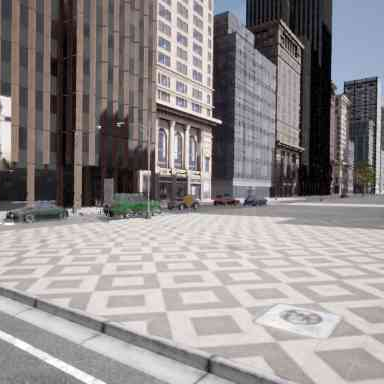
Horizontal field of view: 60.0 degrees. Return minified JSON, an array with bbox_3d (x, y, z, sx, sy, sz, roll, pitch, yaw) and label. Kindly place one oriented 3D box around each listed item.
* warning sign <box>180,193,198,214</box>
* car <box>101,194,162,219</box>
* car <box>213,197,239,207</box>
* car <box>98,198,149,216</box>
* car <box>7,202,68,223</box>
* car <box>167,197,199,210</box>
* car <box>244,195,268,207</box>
[{"bbox_3d":[-0.259,1.077,30.681,1.300,1.860,1.060,1,1,35],"label":"warning sign"},{"bbox_3d":[-4.978,1.157,28.544,2.150,2.045,5.566,1,1,35],"label":"car"},{"bbox_3d":[4.953,1.395,48.049,1.895,1.301,4.718,1,1,36],"label":"car"},{"bbox_3d":[-6.452,1.377,32.002,1.837,1.490,4.892,1,1,35],"label":"car"},{"bbox_3d":[-11.463,1.470,24.925,1.994,1.385,4.181,1,1,35],"label":"car"},{"bbox_3d":[-1.004,1.340,39.694,1.837,1.490,4.892,1,1,35],"label":"car"},{"bbox_3d":[9.479,1.184,49.042,2.097,1.767,4.553,1,1,36],"label":"car"}]
